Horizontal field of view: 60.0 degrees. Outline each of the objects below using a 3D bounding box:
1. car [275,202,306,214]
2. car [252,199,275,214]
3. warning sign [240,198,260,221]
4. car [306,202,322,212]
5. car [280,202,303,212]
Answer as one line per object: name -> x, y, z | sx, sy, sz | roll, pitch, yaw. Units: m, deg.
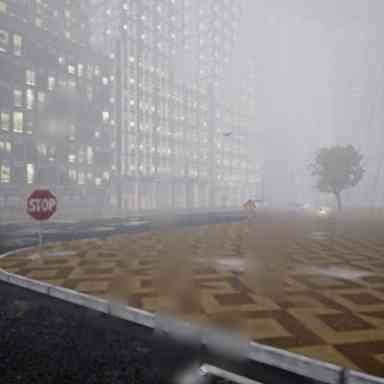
car -> 13.356, 2.306, 44.847 | 1.895, 1.301, 4.718 | -1, -1, 37
car -> 10.137, 1.945, 45.967 | 2.150, 2.045, 5.566 | -1, -1, 36
warning sign -> 4.998, 1.499, 28.675 | 1.300, 1.860, 1.060 | 0, 0, 36
car -> 19.034, 2.389, 52.685 | 1.812, 1.442, 4.674 | -1, -1, 36
car -> 16.411, 2.389, 54.605 | 2.128, 1.511, 4.902 | -1, -1, 36
